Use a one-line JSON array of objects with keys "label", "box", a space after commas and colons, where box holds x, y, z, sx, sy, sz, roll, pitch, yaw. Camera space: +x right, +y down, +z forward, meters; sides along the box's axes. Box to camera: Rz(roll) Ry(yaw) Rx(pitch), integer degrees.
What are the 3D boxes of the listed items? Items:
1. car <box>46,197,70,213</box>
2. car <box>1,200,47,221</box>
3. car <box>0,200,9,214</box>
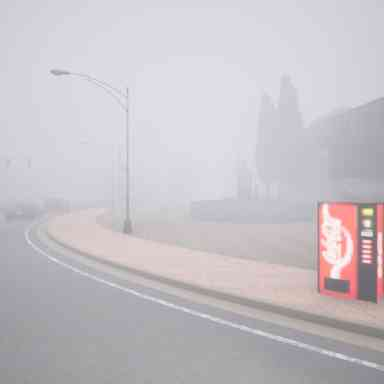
[{"label": "car", "box": [-15.215, 1.352, 37.419, 2.097, 1.767, 4.553, 0, 0, -8]}, {"label": "car", "box": [-13.580, 1.564, 27.211, 1.994, 1.385, 4.181, 0, 0, -12]}, {"label": "car", "box": [-18.463, 1.547, 34.299, 2.033, 1.411, 5.357, 0, 0, -7]}]
